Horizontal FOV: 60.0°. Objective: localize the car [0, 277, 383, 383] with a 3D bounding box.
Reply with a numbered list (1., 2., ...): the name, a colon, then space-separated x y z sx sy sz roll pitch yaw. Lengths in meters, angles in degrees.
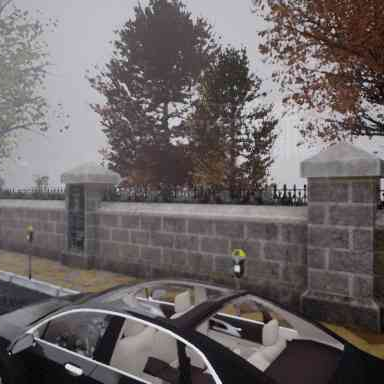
1. car: -0.428 1.550 3.183 4.403 1.369 2.008 0 0 36
